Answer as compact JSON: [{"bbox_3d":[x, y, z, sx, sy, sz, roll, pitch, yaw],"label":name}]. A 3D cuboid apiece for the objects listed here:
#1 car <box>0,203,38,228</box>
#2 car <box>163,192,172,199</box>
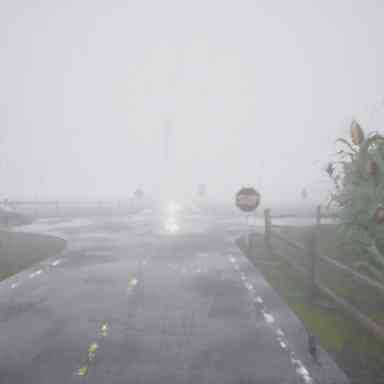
[{"bbox_3d":[-11.982,1.364,20.326,4.674,1.442,1.812,0,1,-5],"label":"car"},{"bbox_3d":[-5.524,0.683,73.642,1.812,1.442,4.674,0,0,-4],"label":"car"}]
